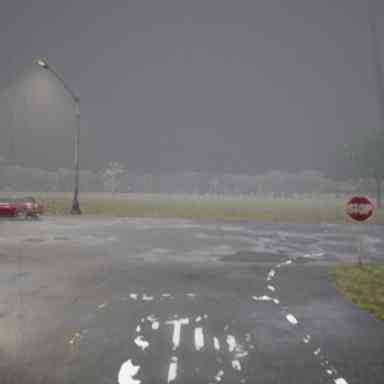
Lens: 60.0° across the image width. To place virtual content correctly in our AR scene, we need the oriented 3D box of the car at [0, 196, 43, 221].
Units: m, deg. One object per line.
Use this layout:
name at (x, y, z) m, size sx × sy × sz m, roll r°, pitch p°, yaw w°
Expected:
car at (-13.268, 1.038, 23.858) m, size 4.553 × 1.767 × 2.097 m, roll 2°, pitch 1°, yaw 0°
